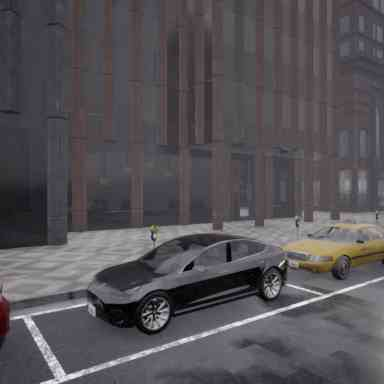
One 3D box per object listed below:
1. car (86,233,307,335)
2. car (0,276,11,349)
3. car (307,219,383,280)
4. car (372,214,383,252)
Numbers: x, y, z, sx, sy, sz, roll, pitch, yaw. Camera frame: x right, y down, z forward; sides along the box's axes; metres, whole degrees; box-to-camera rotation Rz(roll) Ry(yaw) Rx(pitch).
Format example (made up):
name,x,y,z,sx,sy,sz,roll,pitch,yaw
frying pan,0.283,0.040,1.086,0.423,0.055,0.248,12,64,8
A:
name,x,y,z,sx,sy,sz,roll,pitch,yaw
car,0.122,1.566,6.747,4.313,1.339,1.947,0,0,-36
car,-4.459,1.545,3.463,4.507,1.381,1.887,0,0,-36
car,4.565,1.526,9.931,4.829,1.417,1.752,0,0,-36
car,9.284,1.569,13.314,4.313,1.339,1.947,0,0,-36
